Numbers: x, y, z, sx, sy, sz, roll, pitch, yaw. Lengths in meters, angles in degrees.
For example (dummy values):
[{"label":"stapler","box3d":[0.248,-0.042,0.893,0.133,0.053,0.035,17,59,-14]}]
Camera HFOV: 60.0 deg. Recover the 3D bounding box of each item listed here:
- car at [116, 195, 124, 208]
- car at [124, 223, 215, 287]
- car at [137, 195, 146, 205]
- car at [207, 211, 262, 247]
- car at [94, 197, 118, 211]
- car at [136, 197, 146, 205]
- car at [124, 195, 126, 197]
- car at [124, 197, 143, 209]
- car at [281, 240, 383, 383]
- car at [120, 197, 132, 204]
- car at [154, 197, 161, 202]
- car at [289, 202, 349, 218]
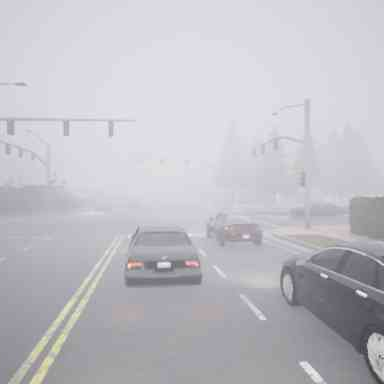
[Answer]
[{"label":"car","box3d":[-12.673,1.641,53.836,2.097,1.767,4.553,0,0,-6]},{"label":"car","box3d":[-0.895,1.599,9.520,2.033,1.411,5.357,0,0,-7]},{"label":"car","box3d":[-9.699,1.793,59.228,1.882,1.535,5.008,0,0,-6]},{"label":"car","box3d":[1.872,1.606,15.549,1.812,1.442,4.674,0,0,-7]},{"label":"car","box3d":[-11.810,1.732,44.672,2.128,1.511,4.902,0,0,-3]},{"label":"car","box3d":[-10.684,1.893,69.380,1.812,1.442,4.674,0,0,-6]},{"label":"car","box3d":[-13.626,1.562,63.435,2.150,2.045,5.566,0,0,-5]},{"label":"car","box3d":[-8.767,1.793,50.049,1.812,1.442,4.674,0,0,-6]},{"label":"car","box3d":[2.959,1.533,5.278,1.837,1.490,4.892,0,0,-5]},{"label":"car","box3d":[-14.676,1.935,73.922,2.033,1.411,5.357,0,0,-6]},{"label":"car","box3d":[-9.017,2.014,87.159,1.994,1.385,4.181,0,0,-6]},{"label":"car","box3d":[12.235,1.709,32.159,5.357,1.411,2.033,0,0,-5]}]
